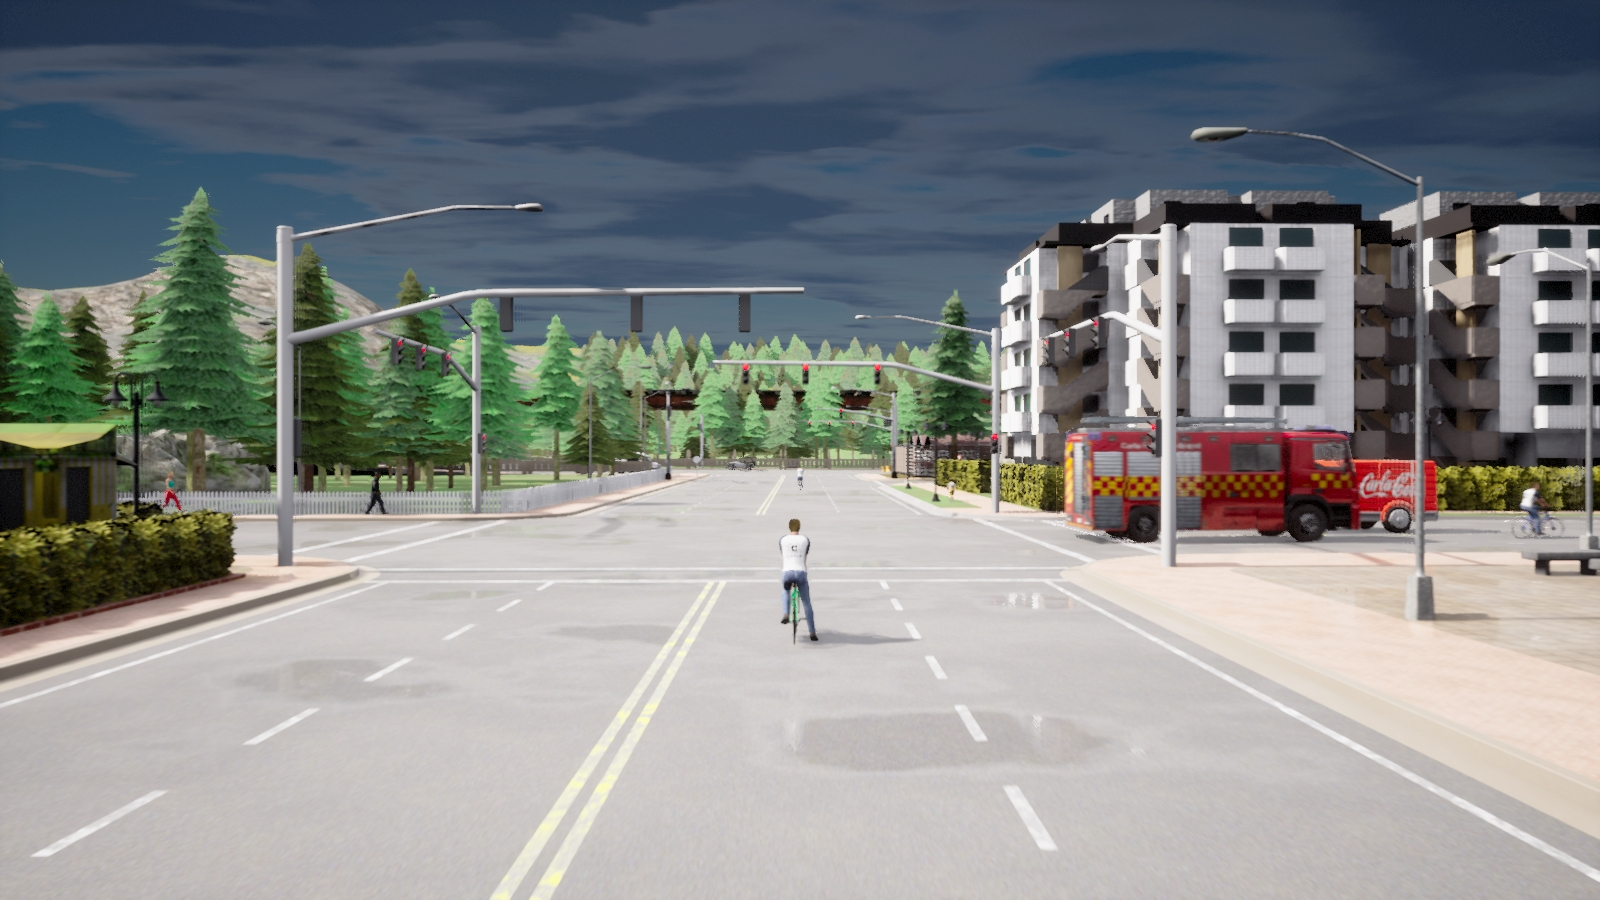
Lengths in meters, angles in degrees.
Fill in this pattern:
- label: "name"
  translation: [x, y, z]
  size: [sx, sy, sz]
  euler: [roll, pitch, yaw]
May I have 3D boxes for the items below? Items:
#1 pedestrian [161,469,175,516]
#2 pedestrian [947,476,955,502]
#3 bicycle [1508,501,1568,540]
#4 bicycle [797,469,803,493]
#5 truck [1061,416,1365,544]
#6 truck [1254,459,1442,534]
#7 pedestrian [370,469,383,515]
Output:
- label: "pedestrian"
  translation: [-25.351, 1.696, 45.840]
  size: [0.375, 1.860, 0.375]
  euler: [0, 0, -2]
- label: "pedestrian"
  translation: [7.696, 1.978, 58.083]
  size: [0.375, 1.300, 0.375]
  euler: [0, 0, 2]
- label: "bicycle"
  translation: [23.272, 2.206, 36.029]
  size: [1.643, 1.196, 0.373]
  euler: [0, 0, 0]
- label: "bicycle"
  translation: [0.002, 2.055, 75.983]
  size: [0.373, 1.496, 1.643]
  euler: [0, 0, 0]
- label: "truck"
  translation: [12.719, 0.890, 35.668]
  size: [8.468, 3.827, 2.891]
  euler: [0, 0, -2]
- label: "truck"
  translation: [18.783, 1.568, 39.355]
  size: [5.204, 2.467, 2.627]
  euler: [0, 0, -2]
- label: "pedestrian"
  translation: [-17.060, 1.697, 46.040]
  size: [0.375, 1.860, 0.375]
  euler: [0, 0, -2]
